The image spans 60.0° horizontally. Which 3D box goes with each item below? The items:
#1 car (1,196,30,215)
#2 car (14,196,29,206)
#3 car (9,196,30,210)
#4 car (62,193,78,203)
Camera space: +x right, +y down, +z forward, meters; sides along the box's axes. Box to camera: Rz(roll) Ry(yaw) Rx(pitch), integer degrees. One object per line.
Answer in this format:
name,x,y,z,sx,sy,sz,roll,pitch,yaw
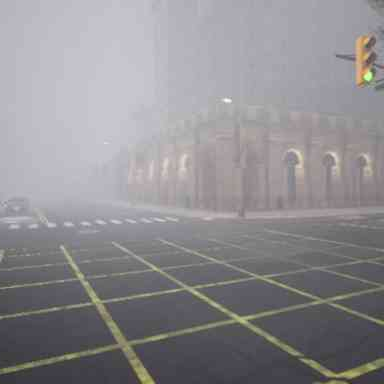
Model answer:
car,-16.451,1.286,31.395,2.128,1.511,4.902,-1,1,-27
car,-25.362,1.274,49.613,1.895,1.301,4.718,-1,1,-26
car,-20.858,1.282,40.342,2.033,1.411,5.357,-1,1,-26
car,-20.226,0.936,55.032,2.097,1.767,4.553,-1,1,-26
